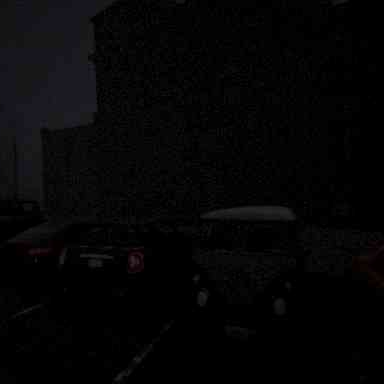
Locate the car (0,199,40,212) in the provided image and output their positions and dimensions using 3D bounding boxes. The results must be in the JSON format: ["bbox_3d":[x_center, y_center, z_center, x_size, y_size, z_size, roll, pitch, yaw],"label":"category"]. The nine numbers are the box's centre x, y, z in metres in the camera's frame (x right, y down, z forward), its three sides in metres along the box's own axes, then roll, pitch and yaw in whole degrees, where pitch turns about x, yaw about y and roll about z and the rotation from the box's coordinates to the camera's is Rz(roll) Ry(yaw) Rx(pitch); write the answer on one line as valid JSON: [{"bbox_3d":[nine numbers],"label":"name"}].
[{"bbox_3d":[-8.513,1.329,13.519,2.435,2.045,5.566,0,-1,16],"label":"car"}]

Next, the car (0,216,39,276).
[{"bbox_3d":[-3.657,1.569,10.046,2.002,1.452,4.674,0,-1,16],"label":"car"}]

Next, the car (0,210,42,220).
[{"bbox_3d":[-6.079,1.582,11.825,2.163,1.488,4.792,0,-1,16],"label":"car"}]

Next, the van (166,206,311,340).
[{"bbox_3d":[1.188,1.274,6.453,1.878,1.987,4.442,0,-1,16],"label":"van"}]

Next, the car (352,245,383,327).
[{"bbox_3d":[3.604,1.493,4.645,1.946,1.575,5.366,1,-1,16],"label":"car"}]

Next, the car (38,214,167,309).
[{"bbox_3d":[-1.233,1.387,8.279,2.185,1.767,4.553,0,-1,16],"label":"car"}]
